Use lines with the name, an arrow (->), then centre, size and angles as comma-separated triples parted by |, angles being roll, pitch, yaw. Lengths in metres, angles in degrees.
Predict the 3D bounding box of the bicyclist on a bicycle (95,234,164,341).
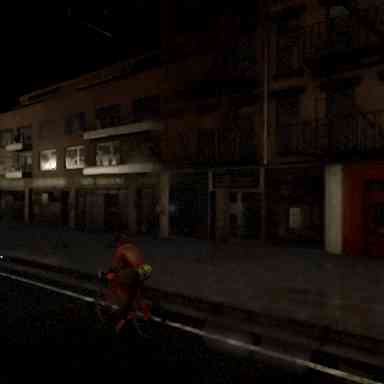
bicyclist on a bicycle -> -1.075, 1.522, 5.481 | 1.656, 1.620, 0.582 | -1, -1, 37
